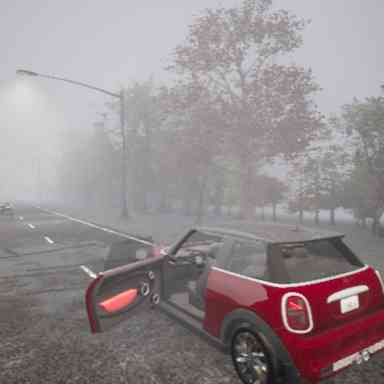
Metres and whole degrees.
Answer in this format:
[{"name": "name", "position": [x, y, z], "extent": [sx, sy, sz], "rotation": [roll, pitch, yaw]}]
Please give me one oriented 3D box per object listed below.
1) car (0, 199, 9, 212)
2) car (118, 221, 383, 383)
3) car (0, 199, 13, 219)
[{"name": "car", "position": [-21.768, 1.495, 37.239], "extent": [1.994, 1.385, 4.181], "rotation": [-2, 1, -31]}, {"name": "car", "position": [0.632, 1.262, 5.502], "extent": [2.097, 1.767, 4.553], "rotation": [-2, 1, -32]}, {"name": "car", "position": [-16.149, 1.441, 27.919], "extent": [2.128, 1.511, 4.902], "rotation": [-2, 1, -31]}]
